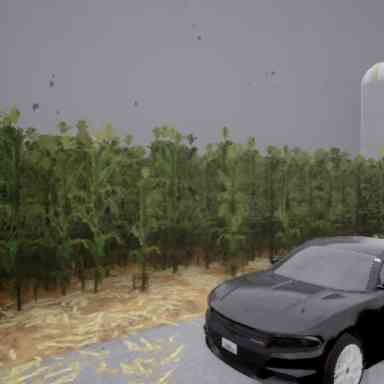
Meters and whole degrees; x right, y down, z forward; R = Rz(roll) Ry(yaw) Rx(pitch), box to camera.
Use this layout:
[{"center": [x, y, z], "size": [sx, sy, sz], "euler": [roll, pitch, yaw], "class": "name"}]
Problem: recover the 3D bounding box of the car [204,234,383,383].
[{"center": [2.470, 1.485, 5.234], "size": [5.008, 1.535, 1.882], "euler": [0, 0, -35], "class": "car"}]
